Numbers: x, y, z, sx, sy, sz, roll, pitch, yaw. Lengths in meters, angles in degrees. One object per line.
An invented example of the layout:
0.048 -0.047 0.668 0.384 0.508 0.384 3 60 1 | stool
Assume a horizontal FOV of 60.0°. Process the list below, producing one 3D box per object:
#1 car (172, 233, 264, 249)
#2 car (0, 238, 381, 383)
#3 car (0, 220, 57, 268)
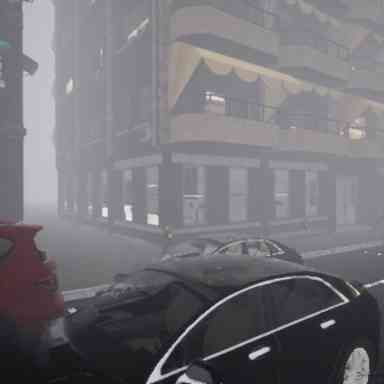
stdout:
0.504 1.583 6.936 4.403 1.369 2.008 1 -1 -35 | car
0.089 1.519 3.440 4.892 1.490 1.837 1 0 -35 | car
-4.050 1.305 3.676 5.009 1.841 2.192 1 -1 -35 | car
